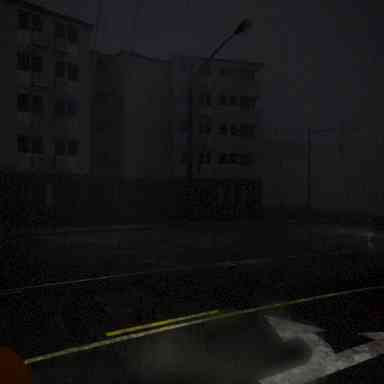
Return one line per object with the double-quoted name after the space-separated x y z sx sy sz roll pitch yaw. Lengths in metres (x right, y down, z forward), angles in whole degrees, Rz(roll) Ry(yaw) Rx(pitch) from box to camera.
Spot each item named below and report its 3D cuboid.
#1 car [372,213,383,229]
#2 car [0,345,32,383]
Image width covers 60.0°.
13.224 1.477 19.751 5.008 1.535 1.882 0 0 -14 "car"
-3.331 1.478 1.263 5.008 1.535 1.882 0 0 -37 "car"
